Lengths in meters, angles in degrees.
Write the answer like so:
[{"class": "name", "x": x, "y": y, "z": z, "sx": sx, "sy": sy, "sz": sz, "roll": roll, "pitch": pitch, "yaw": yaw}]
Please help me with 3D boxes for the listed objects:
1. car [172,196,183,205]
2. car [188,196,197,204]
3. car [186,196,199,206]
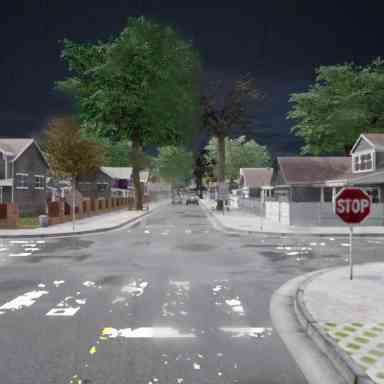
[{"class": "car", "x": -2.709, "y": 1.530, "z": 61.116, "sx": 2.128, "sy": 1.511, "sz": 4.902, "roll": 0, "pitch": 0, "yaw": 0}, {"class": "car", "x": 0.045, "y": 1.569, "z": 67.363, "sx": 1.812, "sy": 1.442, "sz": 4.674, "roll": 0, "pitch": 0, "yaw": 0}, {"class": "car", "x": 0.039, "y": 1.387, "z": 57.330, "sx": 2.097, "sy": 1.767, "sz": 4.553, "roll": 0, "pitch": 0, "yaw": 0}]
